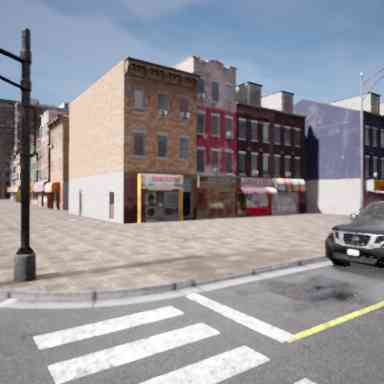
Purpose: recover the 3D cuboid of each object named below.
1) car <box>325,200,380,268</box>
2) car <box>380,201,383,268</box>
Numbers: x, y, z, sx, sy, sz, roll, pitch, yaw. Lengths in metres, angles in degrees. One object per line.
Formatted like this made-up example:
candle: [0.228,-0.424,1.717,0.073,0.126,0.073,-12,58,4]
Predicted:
car: [6.545,1.258,10.397,5.566,2.045,2.150,0,0,-35]
car: [6.399,1.236,6.822,5.566,2.045,2.150,0,0,-35]
